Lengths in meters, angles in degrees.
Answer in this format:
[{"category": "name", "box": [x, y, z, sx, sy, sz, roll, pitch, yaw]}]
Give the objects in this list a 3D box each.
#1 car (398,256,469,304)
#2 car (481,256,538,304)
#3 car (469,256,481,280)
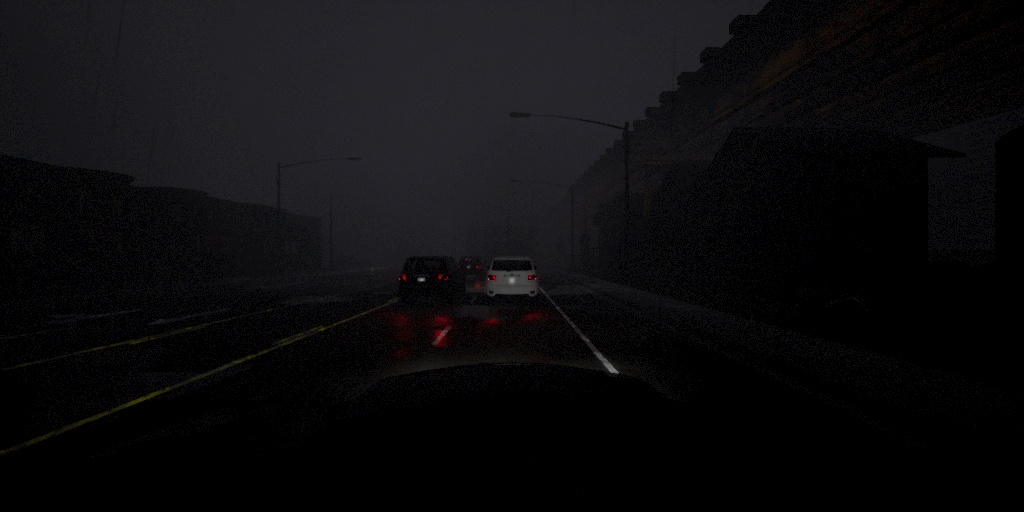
[{"category": "car", "box": [-3.500, 1.008, 16.530, 2.150, 2.045, 5.566, 0, 0, 0]}, {"category": "car", "box": [0.000, 1.008, 16.530, 2.150, 2.045, 5.566, 0, 0, 0]}, {"category": "car", "box": [-3.500, 1.008, 31.530, 2.150, 2.045, 5.566, 0, 0, 0]}]
